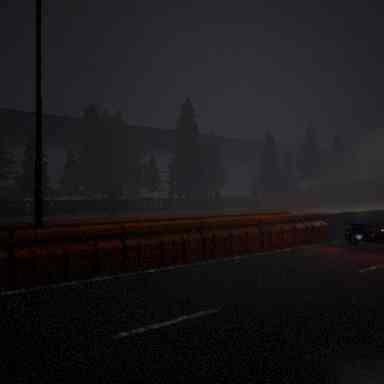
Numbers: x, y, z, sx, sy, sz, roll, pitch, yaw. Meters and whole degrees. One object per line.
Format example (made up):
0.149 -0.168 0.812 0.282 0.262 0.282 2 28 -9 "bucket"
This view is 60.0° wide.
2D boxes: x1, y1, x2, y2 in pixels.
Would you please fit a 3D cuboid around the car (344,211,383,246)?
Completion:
8.271 1.534 14.068 4.674 1.442 1.812 0 0 -36 "car"
